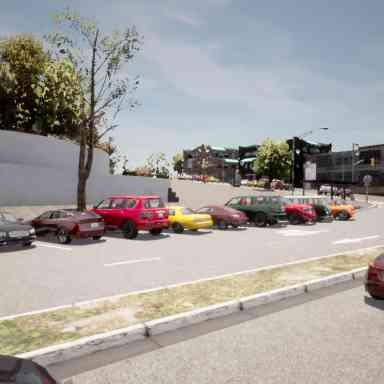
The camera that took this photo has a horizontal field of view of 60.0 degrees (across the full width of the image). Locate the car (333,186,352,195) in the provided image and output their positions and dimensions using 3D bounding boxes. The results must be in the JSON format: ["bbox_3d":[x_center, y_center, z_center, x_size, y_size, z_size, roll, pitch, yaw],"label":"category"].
[{"bbox_3d":[25.996,0.137,56.406,2.002,1.452,4.674,7,3,35],"label":"car"}]

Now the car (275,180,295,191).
[{"bbox_3d":[19.097,-0.991,66.266,2.231,1.521,4.892,7,3,35],"label":"car"}]

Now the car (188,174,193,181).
[{"bbox_3d":[1.715,-3.849,90.853,2.185,1.767,4.553,6,3,34],"label":"car"}]

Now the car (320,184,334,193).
[{"bbox_3d":[24.305,-0.425,58.879,2.435,2.045,5.566,7,3,35],"label":"car"}]

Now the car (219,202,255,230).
[{"bbox_3d":[1.209,1.549,21.036,4.674,1.452,2.002,-1,-1,35],"label":"car"}]

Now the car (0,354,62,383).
[{"bbox_3d":[-2.855,1.504,1.097,4.892,1.490,1.837,0,0,-35],"label":"car"}]

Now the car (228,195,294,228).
[{"bbox_3d":[3.637,1.263,22.793,5.566,2.045,2.435,-1,-1,35],"label":"car"}]

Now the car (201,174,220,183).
[{"bbox_3d":[5.359,-3.175,86.127,1.946,1.575,5.366,7,3,34],"label":"car"}]

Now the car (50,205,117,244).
[{"bbox_3d":[-6.163,1.524,15.838,4.792,1.488,2.163,-1,-1,35],"label":"car"}]

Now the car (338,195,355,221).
[{"bbox_3d":[11.099,1.404,27.917,4.553,1.767,2.185,-1,-1,35],"label":"car"}]

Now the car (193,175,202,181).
[{"bbox_3d":[3.508,-3.698,88.386,2.435,2.045,5.566,7,3,34],"label":"car"}]

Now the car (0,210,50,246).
[{"bbox_3d":[-8.584,1.493,14.092,4.892,1.521,2.231,-1,-1,35],"label":"car"}]

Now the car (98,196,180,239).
[{"bbox_3d":[-3.718,1.248,17.582,5.566,2.045,2.435,-1,-1,35],"label":"car"}]

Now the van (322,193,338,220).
[{"bbox_3d":[8.690,1.297,26.167,4.442,1.987,1.878,-1,-1,35],"label":"van"}]

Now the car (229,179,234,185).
[{"bbox_3d":[10.463,-2.316,78.615,2.002,1.452,4.674,7,3,35],"label":"car"}]

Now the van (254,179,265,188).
[{"bbox_3d":[15.609,-1.763,71.100,1.878,1.987,4.442,7,4,35],"label":"van"}]

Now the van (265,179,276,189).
[{"bbox_3d":[17.337,-1.490,68.629,1.878,1.987,4.442,7,4,35],"label":"van"}]

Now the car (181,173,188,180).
[{"bbox_3d":[-0.015,-4.084,93.323,2.185,1.767,4.553,4,1,33],"label":"car"}]

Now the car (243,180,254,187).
[{"bbox_3d":[14.035,-1.811,73.832,1.946,1.575,5.366,7,3,35],"label":"car"}]

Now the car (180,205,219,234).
[{"bbox_3d":[-1.398,1.503,19.409,5.366,1.575,1.946,-1,-1,35],"label":"car"}]

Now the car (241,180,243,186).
[{"bbox_3d":[12.204,-2.042,76.153,2.002,1.452,4.674,7,4,35],"label":"car"}]

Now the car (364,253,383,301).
[{"bbox_3d":[5.588,1.574,7.121,4.181,1.385,1.994,0,0,-34],"label":"car"}]

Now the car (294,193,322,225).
[{"bbox_3d":[6.151,1.267,24.498,5.566,2.045,2.435,-1,-1,35],"label":"car"}]
